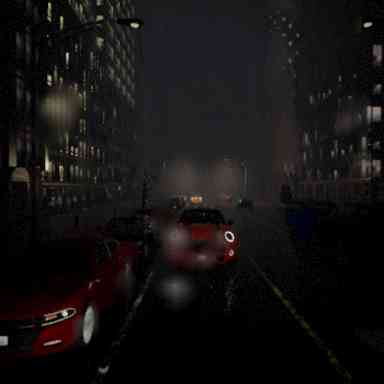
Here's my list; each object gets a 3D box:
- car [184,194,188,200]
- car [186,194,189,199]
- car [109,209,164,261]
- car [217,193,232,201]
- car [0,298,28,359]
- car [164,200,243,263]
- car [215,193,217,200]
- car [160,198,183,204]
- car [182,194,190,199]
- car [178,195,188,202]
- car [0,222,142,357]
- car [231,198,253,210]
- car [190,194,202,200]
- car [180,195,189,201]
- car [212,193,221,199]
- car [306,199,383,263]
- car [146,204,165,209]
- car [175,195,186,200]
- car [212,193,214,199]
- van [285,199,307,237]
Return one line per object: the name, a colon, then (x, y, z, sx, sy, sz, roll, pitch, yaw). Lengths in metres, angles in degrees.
car: (-1.971, 1.437, 51.693, 1.802, 1.307, 4.206, -1, 0, 0)
car: (-1.931, 1.279, 57.376, 1.967, 1.590, 4.097, -1, 0, 0)
car: (-2.259, 1.517, 11.909, 2.008, 1.369, 4.403, -1, 0, 0)
car: (6.489, 1.141, 62.999, 2.192, 1.841, 5.009, -1, 0, 0)
car: (-2.340, 1.563, 0.542, 1.947, 1.339, 4.313, -1, 0, 0)
car: (0.338, 1.323, 11.711, 2.097, 1.767, 4.553, 0, 0, 0)
car: (6.530, 1.125, 68.683, 2.192, 1.841, 5.009, -1, 0, 0)
car: (-2.136, 1.470, 28.959, 2.008, 1.369, 4.403, -1, 0, 0)
car: (-1.684, 1.291, 91.477, 2.008, 1.369, 4.403, 0, 0, 0)
car: (-1.849, 1.333, 68.574, 1.752, 1.417, 4.829, -1, 0, 0)
car: (-2.299, 1.526, 6.225, 1.887, 1.381, 4.507, -1, 0, 0)
car: (6.327, 1.441, 40.265, 2.008, 1.369, 4.403, -1, 0, 0)
car: (0.806, 1.177, 62.623, 2.097, 1.767, 4.553, 0, 0, 0)
car: (-1.766, 1.340, 80.111, 1.947, 1.339, 4.313, -1, 0, 0)
car: (6.695, 1.183, 91.417, 1.967, 1.590, 4.097, -1, 0, 0)
car: (6.119, 1.284, 11.847, 2.192, 1.841, 5.009, -1, 0, 0)
car: (-2.217, 1.532, 17.592, 1.802, 1.307, 4.206, -1, 0, 0)
car: (-2.053, 1.438, 40.326, 2.008, 1.369, 4.403, -1, 0, 0)
car: (6.613, 1.217, 80.050, 1.967, 1.590, 4.097, -1, 0, 0)
van: (6.161, 1.295, 17.531, 1.690, 1.788, 3.998, -1, 0, 0)
